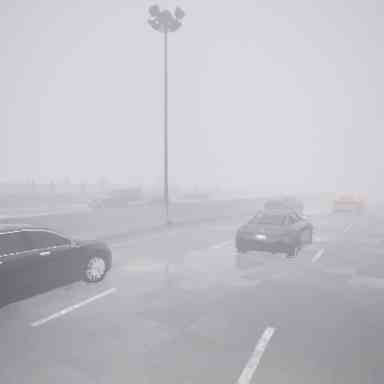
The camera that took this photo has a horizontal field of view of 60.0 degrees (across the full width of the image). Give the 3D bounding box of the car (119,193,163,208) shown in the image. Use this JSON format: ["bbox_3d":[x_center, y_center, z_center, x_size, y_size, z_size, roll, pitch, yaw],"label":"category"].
[{"bbox_3d":[-3.368,1.036,28.550,2.033,1.411,5.357,1,1,34],"label":"car"}]

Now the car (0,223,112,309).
[{"bbox_3d":[-3.615,1.386,6.659,1.837,1.490,4.892,0,1,24],"label":"car"}]

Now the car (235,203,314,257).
[{"bbox_3d":[3.129,1.340,12.130,1.994,1.385,4.181,0,1,29],"label":"car"}]

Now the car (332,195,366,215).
[{"bbox_3d":[12.798,0.977,26.998,1.882,1.535,5.008,1,1,34],"label":"car"}]

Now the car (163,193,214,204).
[{"bbox_3d":[0.048,0.859,27.335,2.097,1.767,4.553,1,1,34],"label":"car"}]

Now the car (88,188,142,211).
[{"bbox_3d":[-6.634,0.690,29.957,2.150,2.045,5.566,1,1,34],"label":"car"}]

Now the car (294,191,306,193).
[{"bbox_3d":[20.529,0.437,63.183,1.994,1.385,4.181,1,0,35],"label":"car"}]

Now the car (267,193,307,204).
[{"bbox_3d":[6.825,1.057,24.440,1.837,1.490,4.892,1,1,34],"label":"car"}]

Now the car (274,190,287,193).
[{"bbox_3d":[16.919,0.370,64.106,1.812,1.442,4.674,1,1,35],"label":"car"}]

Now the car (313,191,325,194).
[{"bbox_3d":[23.427,0.466,61.239,1.994,1.385,4.181,1,0,35],"label":"car"}]
